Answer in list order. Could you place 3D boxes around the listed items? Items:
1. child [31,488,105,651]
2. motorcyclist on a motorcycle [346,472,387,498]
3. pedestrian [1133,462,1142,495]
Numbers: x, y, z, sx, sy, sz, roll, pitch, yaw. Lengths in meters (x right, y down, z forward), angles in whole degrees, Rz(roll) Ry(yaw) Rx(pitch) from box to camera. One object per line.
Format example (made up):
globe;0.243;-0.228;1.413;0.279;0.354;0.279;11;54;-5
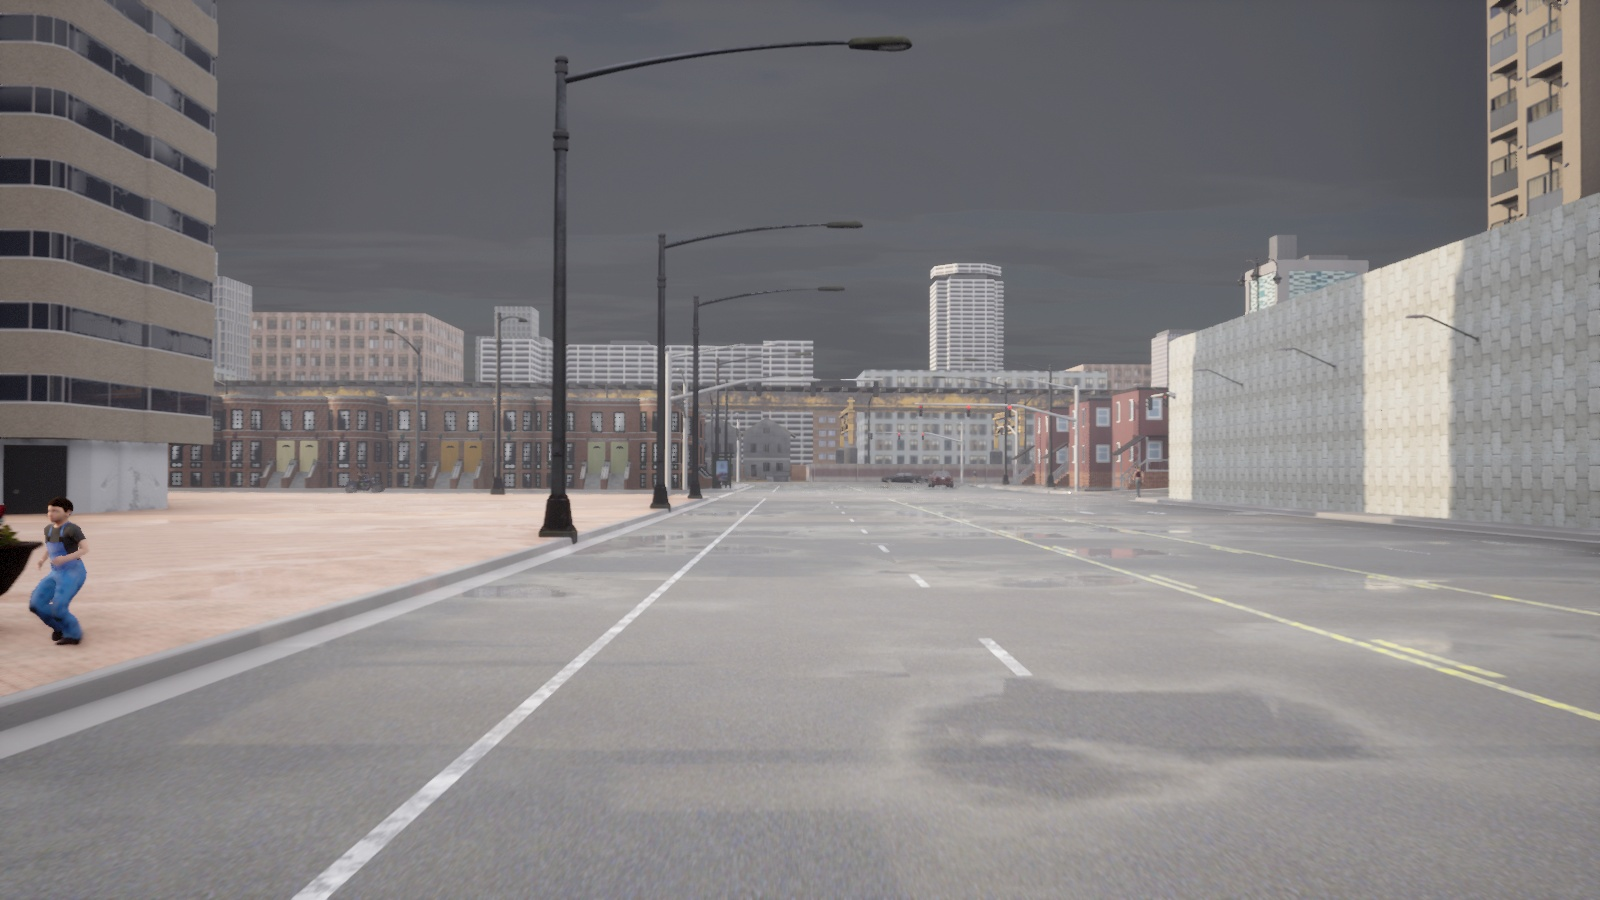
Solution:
child;-5.846;0.941;10.037;0.270;1.263;0.437;-1;-1;20
motorcyclist on a motorcycle;-27.377;2.202;79.299;2.350;1.649;0.766;0;-1;0
pedestrian;19.174;1.621;71.256;0.345;1.836;0.594;0;-1;0
